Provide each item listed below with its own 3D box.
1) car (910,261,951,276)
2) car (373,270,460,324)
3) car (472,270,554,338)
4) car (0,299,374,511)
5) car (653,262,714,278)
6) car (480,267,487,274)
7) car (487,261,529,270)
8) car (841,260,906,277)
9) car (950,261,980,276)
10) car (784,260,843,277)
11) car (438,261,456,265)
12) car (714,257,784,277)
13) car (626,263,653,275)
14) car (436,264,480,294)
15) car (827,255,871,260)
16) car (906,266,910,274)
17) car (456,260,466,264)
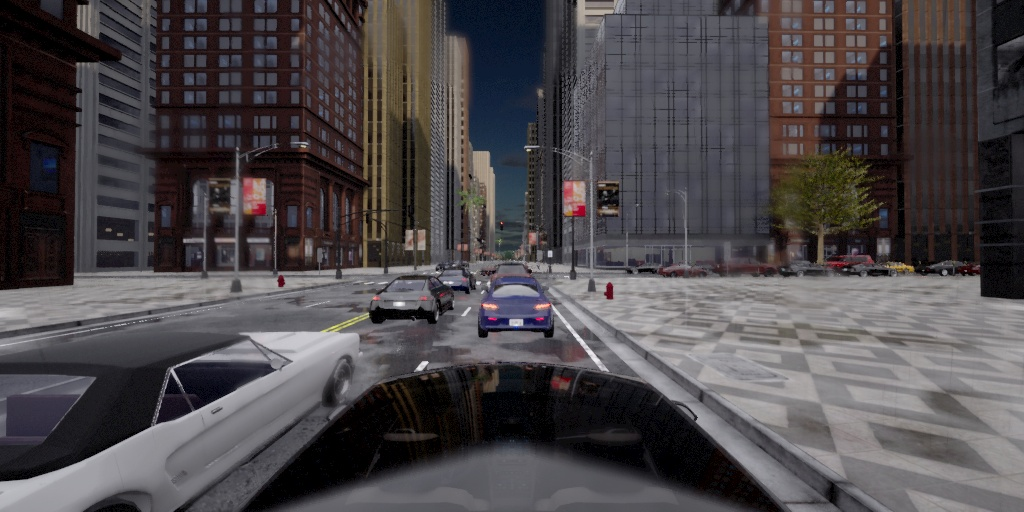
[{"bbox_3d":[42.758,1.203,35.215,4.892,1.490,1.837,0,-1,-1],"label":"car"},{"bbox_3d":[-3.164,1.326,12.085,1.994,1.385,4.181,0,0,0],"label":"car"},{"bbox_3d":[0.094,1.284,10.095,1.812,1.442,4.674,0,0,0],"label":"car"},{"bbox_3d":[-3.155,1.351,3.262,1.895,1.301,4.718,0,0,0],"label":"car"},{"bbox_3d":[15.279,1.325,32.129,4.207,1.307,1.802,0,0,-1],"label":"car"},{"bbox_3d":[-0.774,1.321,35.405,5.008,1.535,1.882,0,-2,-26],"label":"car"},{"bbox_3d":[-0.021,1.135,19.080,2.097,1.767,4.553,0,0,0],"label":"car"},{"bbox_3d":[32.192,1.257,32.412,4.313,1.339,1.948,0,0,-1],"label":"car"},{"bbox_3d":[43.467,1.211,32.602,4.507,1.381,1.888,0,0,-1],"label":"car"},{"bbox_3d":[26.555,1.273,32.318,4.313,1.339,1.948,0,0,-1],"label":"car"},{"bbox_3d":[-9.904,1.543,52.818,1.994,1.385,4.181,0,0,0],"label":"car"},{"bbox_3d":[20.918,1.039,32.224,5.009,1.841,2.192,0,0,-1],"label":"car"},{"bbox_3d":[15.138,1.410,40.652,4.313,1.339,1.948,0,0,-1],"label":"car"},{"bbox_3d":[-3.174,1.352,20.473,1.994,1.385,4.181,0,0,0],"label":"car"},{"bbox_3d":[35.253,0.973,38.233,5.566,2.045,2.150,0,-1,-1],"label":"car"},{"bbox_3d":[43.161,1.292,41.122,4.829,1.417,1.751,0,0,-1],"label":"car"},{"bbox_3d":[-9.893,1.543,63.103,2.128,1.511,4.902,0,0,0],"label":"car"}]
